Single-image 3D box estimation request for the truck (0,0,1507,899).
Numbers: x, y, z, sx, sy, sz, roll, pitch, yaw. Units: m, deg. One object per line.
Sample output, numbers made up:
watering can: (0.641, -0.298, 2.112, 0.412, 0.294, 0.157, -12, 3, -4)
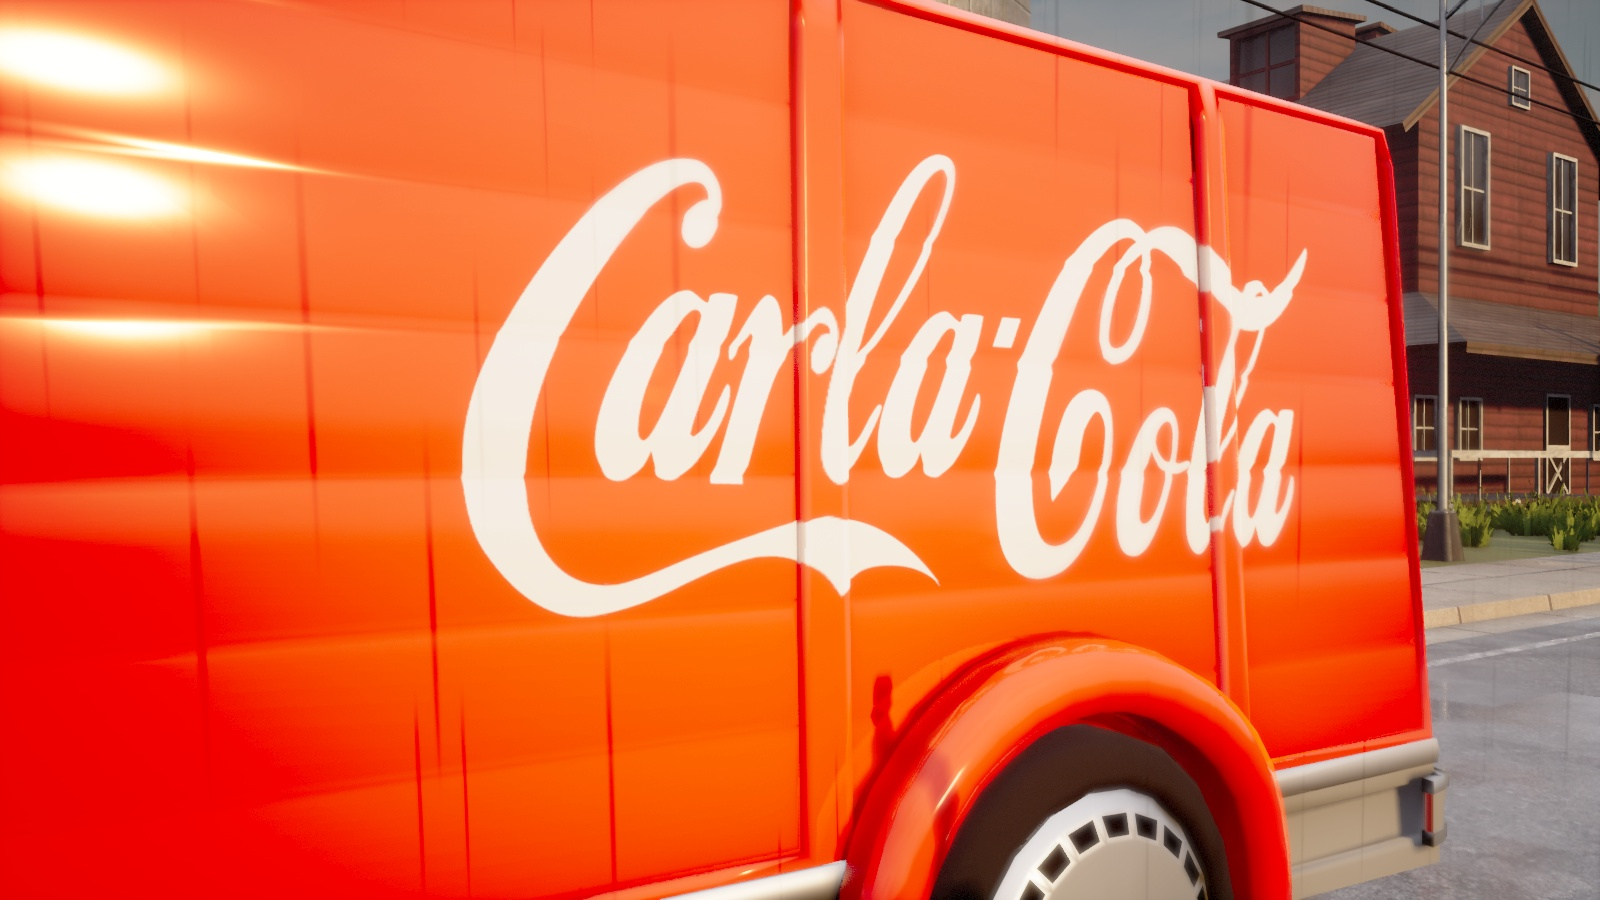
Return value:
truck: (-1.077, 0.268, 2.874, 5.204, 2.467, 2.627, 0, 0, -34)
